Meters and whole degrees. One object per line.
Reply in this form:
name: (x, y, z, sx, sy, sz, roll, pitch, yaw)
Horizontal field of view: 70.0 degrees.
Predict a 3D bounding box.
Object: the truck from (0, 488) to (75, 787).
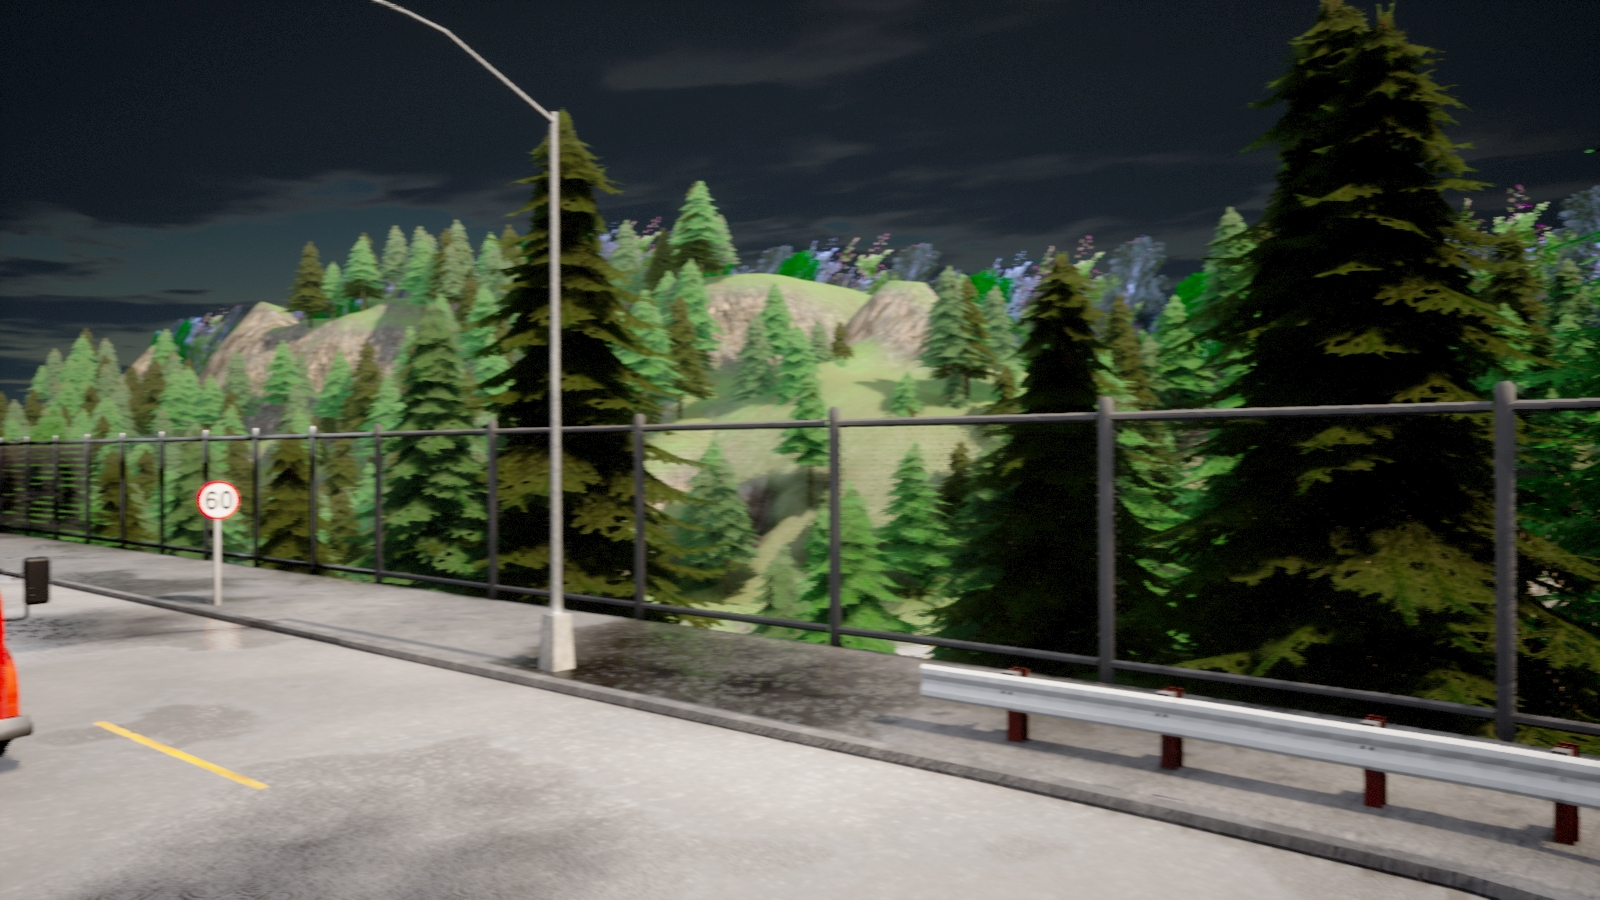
truck: (-9.228, 1.619, 10.755, 5.204, 2.467, 2.627, 0, 0, 40)
